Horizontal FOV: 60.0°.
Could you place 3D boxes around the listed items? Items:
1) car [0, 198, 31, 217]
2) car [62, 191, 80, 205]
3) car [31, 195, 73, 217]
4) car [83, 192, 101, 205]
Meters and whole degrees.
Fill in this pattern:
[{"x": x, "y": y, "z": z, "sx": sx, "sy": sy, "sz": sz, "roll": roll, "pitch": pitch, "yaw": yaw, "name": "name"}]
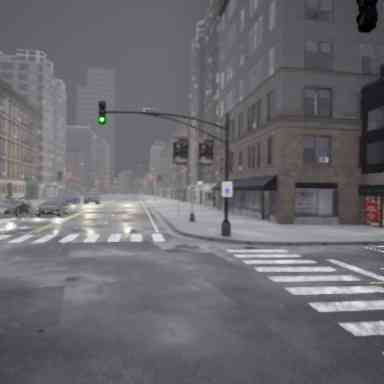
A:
[{"x": -15.164, "y": 1.251, "z": 28.315, "sx": 2.128, "sy": 1.511, "sz": 4.902, "roll": 1, "pitch": 0, "yaw": -9, "name": "car"}, {"x": -19.193, "y": 0.931, "z": 52.877, "sx": 2.150, "sy": 2.045, "sz": 5.566, "roll": 1, "pitch": -1, "yaw": -9, "name": "car"}, {"x": -11.921, "y": 1.309, "z": 28.620, "sx": 1.837, "sy": 1.490, "sz": 4.892, "roll": 1, "pitch": 0, "yaw": -9, "name": "car"}, {"x": -15.954, "y": 0.975, "z": 53.201, "sx": 2.150, "sy": 2.045, "sz": 5.566, "roll": 1, "pitch": -1, "yaw": -9, "name": "car"}]
